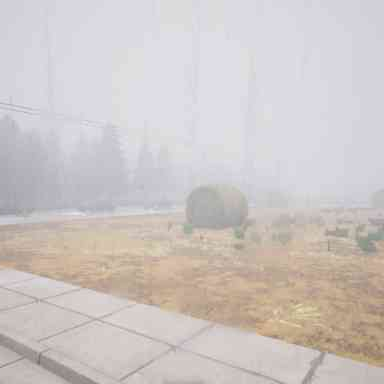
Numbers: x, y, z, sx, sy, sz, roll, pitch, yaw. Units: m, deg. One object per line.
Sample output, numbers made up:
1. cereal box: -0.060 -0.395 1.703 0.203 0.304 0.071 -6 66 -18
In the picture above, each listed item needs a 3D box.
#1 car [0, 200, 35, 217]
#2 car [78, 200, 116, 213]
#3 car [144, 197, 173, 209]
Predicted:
1. car: -16.671 1.518 29.741 2.128 1.511 4.902 0 0 37
2. car: -10.727 1.591 37.768 1.994 1.385 4.181 0 0 36
3. car: -4.574 1.532 46.051 1.837 1.490 4.892 0 0 36
